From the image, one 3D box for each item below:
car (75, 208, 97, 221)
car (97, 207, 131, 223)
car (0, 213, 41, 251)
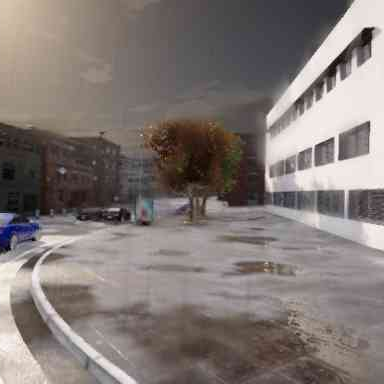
[{"bbox_3d":[-11.160,2.433,36.815,1.895,1.301,4.718,1,-2,4],"label":"car"},{"bbox_3d":[-7.652,2.310,34.109,1.882,1.535,5.008,1,-2,4],"label":"car"},{"bbox_3d":[-8.568,1.715,15.255,1.882,1.535,5.008,1,-2,-7],"label":"car"}]
